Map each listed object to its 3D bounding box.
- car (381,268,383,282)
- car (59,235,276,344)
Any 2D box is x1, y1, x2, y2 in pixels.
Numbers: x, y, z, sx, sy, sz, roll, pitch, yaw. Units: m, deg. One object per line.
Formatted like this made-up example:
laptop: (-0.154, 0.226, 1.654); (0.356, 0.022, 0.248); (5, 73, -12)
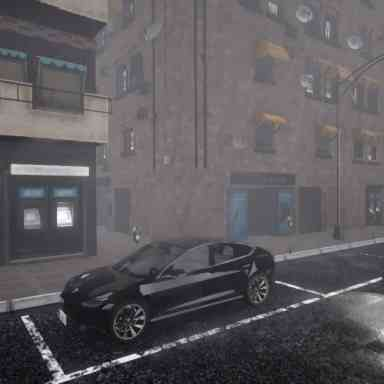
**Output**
car: (6.366, 1.564, 7.944); (4.181, 1.385, 1.994); (0, 0, -36)
car: (-0.224, 1.566, 6.415); (4.313, 1.339, 1.947); (0, 0, -36)
